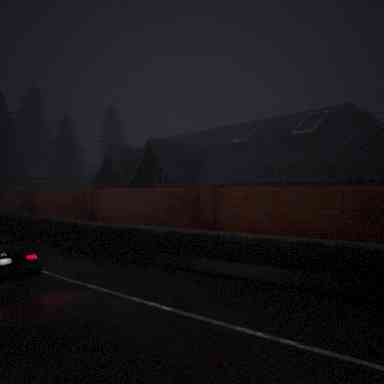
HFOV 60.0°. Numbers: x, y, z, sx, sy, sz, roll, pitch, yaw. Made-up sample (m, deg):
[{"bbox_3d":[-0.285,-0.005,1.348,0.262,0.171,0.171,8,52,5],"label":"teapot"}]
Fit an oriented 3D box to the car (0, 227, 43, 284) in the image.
[{"bbox_3d":[-5.977,1.556,8.797,5.357,1.411,2.033,0,0,40],"label":"car"}]
